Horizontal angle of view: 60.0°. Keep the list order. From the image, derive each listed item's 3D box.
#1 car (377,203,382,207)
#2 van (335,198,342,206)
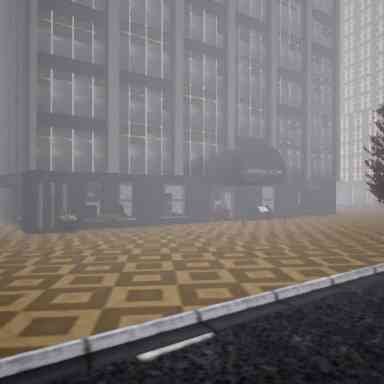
[{"bbox_3d":[37.181,2.127,62.815,1.947,1.339,4.313,-1,-1,-22],"label":"car"},{"bbox_3d":[27.298,1.974,64.885,1.690,1.788,3.998,-1,-1,-22],"label":"van"}]
